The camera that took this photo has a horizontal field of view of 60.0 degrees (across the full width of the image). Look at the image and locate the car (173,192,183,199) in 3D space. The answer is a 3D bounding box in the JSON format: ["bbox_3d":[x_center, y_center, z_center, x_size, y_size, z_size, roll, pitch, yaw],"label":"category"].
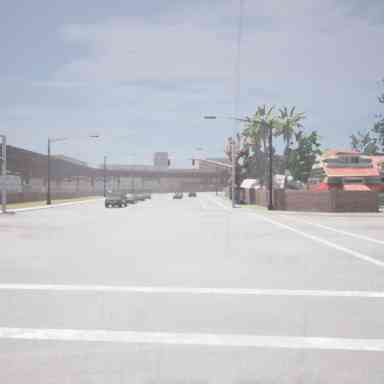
[{"bbox_3d":[-3.417,0.963,76.862,1.895,1.301,4.718,0,1,0],"label":"car"}]

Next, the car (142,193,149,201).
[{"bbox_3d":[-10.428,1.142,66.225,1.994,1.385,4.181,0,1,0],"label":"car"}]

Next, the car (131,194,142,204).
[{"bbox_3d":[-10.439,1.286,56.507,2.033,1.411,5.357,0,1,0],"label":"car"}]

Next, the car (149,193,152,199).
[{"bbox_3d":[-10.417,0.896,76.557,1.812,1.442,4.674,0,1,0],"label":"car"}]

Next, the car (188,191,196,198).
[{"bbox_3d":[0.094,0.519,86.818,2.097,1.767,4.553,0,1,0],"label":"car"}]

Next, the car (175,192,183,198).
[{"bbox_3d":[-3.406,0.709,87.180,1.994,1.385,4.181,0,1,0],"label":"car"}]

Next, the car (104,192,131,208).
[{"bbox_3d":[-10.504,1.081,46.385,2.150,2.045,5.566,0,1,1],"label":"car"}]
